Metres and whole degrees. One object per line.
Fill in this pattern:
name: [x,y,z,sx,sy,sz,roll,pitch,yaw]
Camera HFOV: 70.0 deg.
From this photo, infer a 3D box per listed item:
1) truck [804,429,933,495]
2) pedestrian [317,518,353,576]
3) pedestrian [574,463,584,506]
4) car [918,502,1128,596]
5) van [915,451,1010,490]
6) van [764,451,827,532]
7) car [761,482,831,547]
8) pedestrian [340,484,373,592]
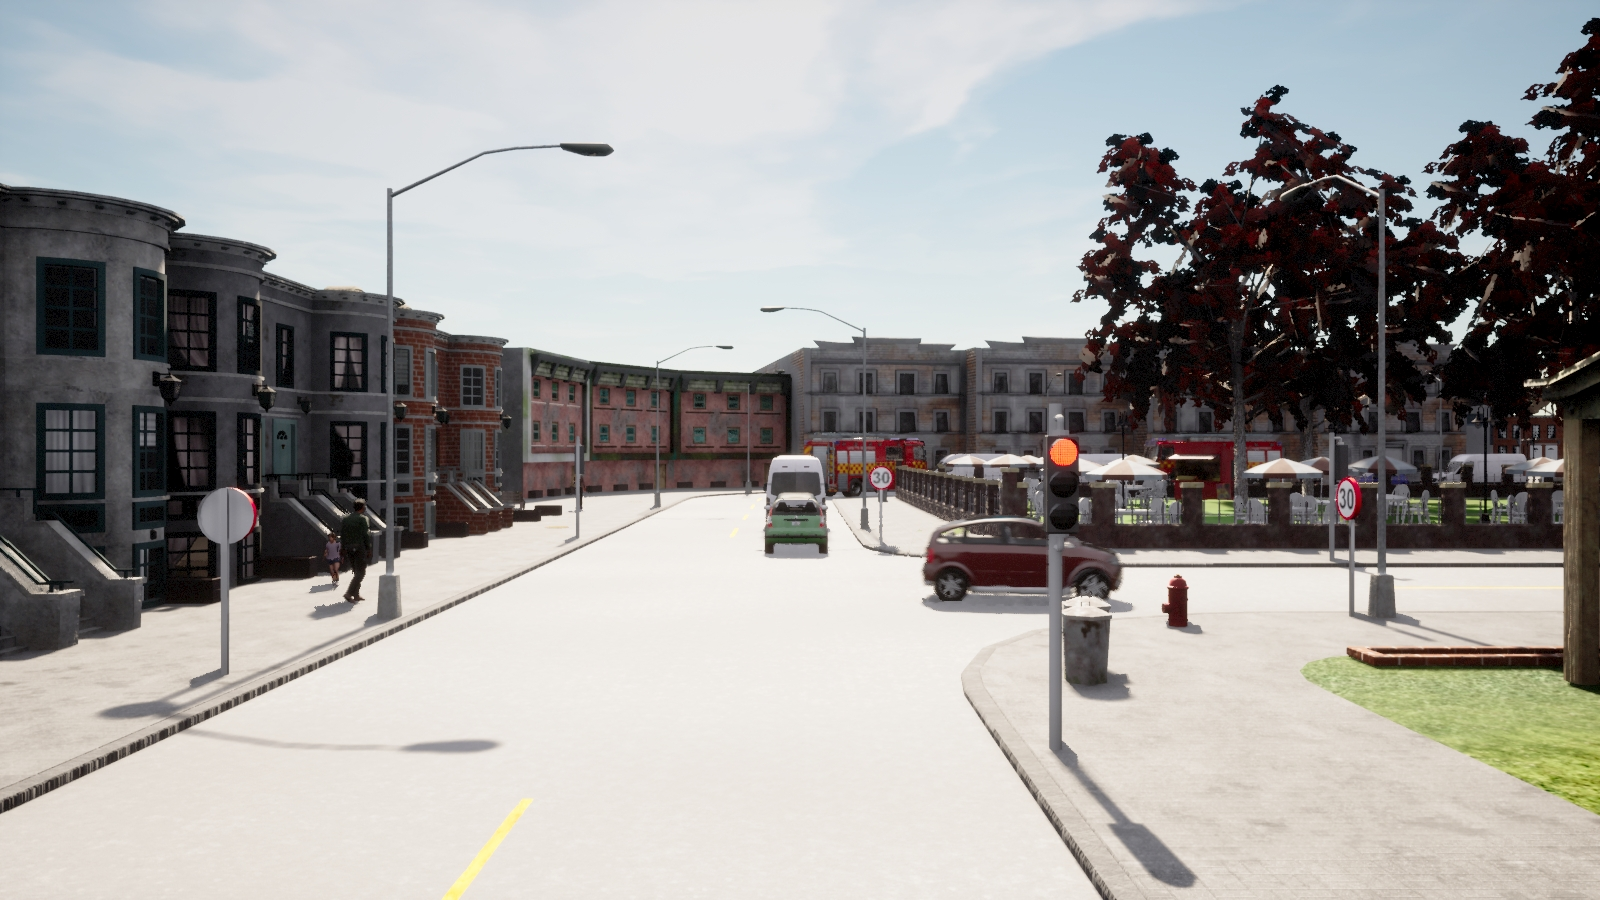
truck: [4.295,0.672,70.228,8.468,3.827,2.891,0,0,-43]
pedestrian: [-9.159,1.904,22.509,0.500,1.100,0.500,0,0,-1]
pedestrian: [-9.774,1.525,50.545,0.375,1.860,0.375,0,0,-3]
car: [4.144,1.805,21.431,3.705,1.549,1.789,0,1,10]
van: [10.550,1.314,74.428,5.915,2.561,1.988,0,0,0]
van: [-0.147,1.315,39.074,1.988,2.561,5.915,0,0,0]
car: [-0.119,1.779,32.373,1.851,1.617,3.988,0,0,0]
pedestrian: [-7.760,1.524,20.005,0.375,1.860,0.375,0,0,22]
